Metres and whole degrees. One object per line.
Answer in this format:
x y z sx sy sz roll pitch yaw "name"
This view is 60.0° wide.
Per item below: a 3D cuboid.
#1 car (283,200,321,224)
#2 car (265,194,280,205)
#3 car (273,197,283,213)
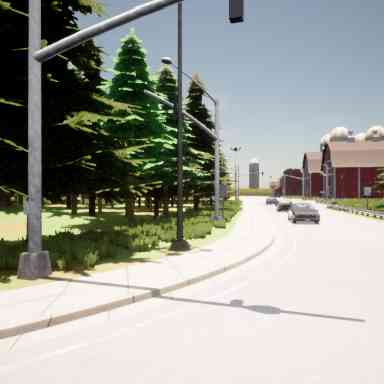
8.388 1.547 25.329 2.033 1.411 5.357 0 0 10 "car"
13.749 1.565 57.418 1.994 1.385 4.181 0 0 9 "car"
10.576 1.601 37.476 1.895 1.301 4.718 0 0 9 "car"
